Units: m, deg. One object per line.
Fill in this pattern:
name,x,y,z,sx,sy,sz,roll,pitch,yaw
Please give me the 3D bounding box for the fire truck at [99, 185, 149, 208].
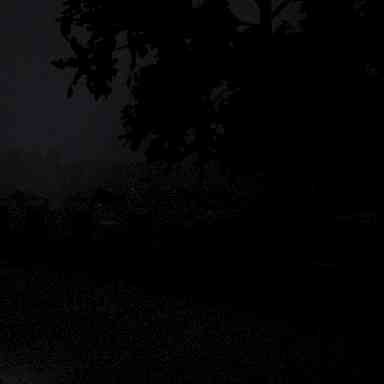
fire truck,-10.740,0.846,53.470,2.891,3.827,8.468,-1,0,35
